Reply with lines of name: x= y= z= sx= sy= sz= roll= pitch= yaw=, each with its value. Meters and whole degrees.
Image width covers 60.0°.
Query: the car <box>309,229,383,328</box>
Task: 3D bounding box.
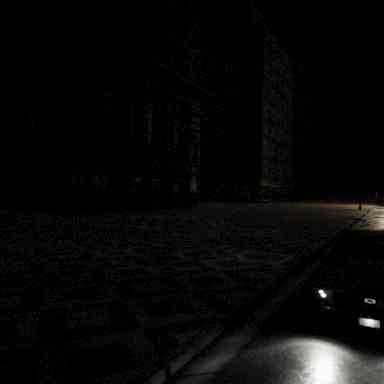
car: x=3.971 y=1.574 z=7.283 sx=2.033 sy=1.411 sz=5.357 roll=1 pitch=0 yaw=30
